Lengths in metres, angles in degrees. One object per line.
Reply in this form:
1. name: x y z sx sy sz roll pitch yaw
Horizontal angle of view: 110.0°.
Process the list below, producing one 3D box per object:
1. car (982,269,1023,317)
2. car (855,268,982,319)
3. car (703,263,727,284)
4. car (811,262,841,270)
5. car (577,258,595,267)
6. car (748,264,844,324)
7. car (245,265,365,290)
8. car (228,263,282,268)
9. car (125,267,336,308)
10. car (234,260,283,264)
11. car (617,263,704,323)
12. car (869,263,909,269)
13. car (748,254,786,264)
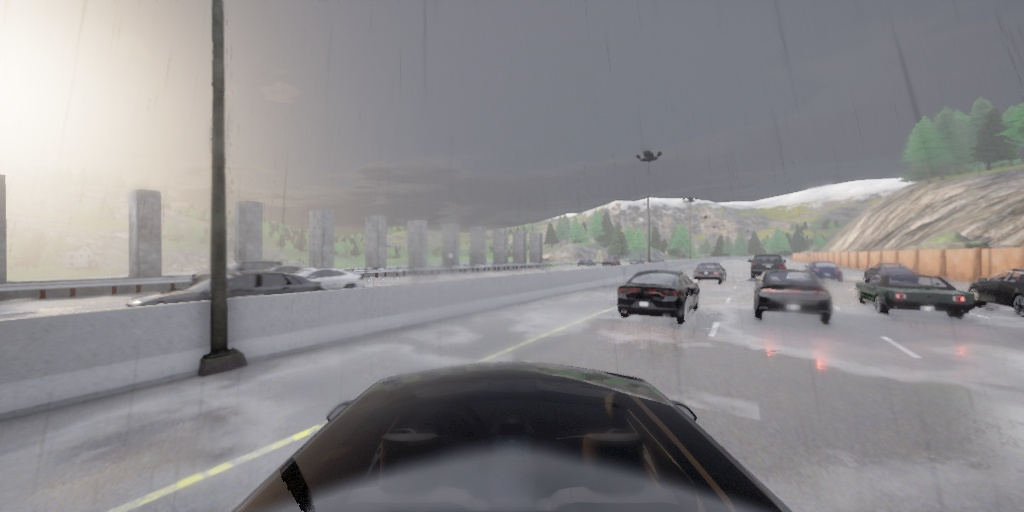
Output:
1. car: 17.633 1.181 12.022 2.128 1.511 4.902 0 0 34
2. car: 13.903 1.295 12.746 1.895 1.301 4.718 0 0 34
3. car: 14.491 1.200 26.251 2.033 1.411 5.357 0 0 34
4. car: 23.593 1.160 27.266 1.812 1.442 4.674 0 0 33
5. car: 12.920 1.109 62.669 1.994 1.385 4.181 0 0 33
6. car: 9.170 1.197 11.978 2.128 1.511 4.902 0 0 34
7. car: -9.073 1.247 16.380 1.812 1.442 4.674 0 0 33
8. car: -12.003 1.246 18.287 1.812 1.442 4.674 0 0 33
9. car: -8.373 1.242 11.051 1.837 1.490 4.892 0 0 32
10. car: -14.987 1.071 20.108 2.097 1.767 4.553 0 0 33
11. car: 5.112 1.188 12.215 1.882 1.535 5.008 0 1 34
12. car: 26.286 1.201 24.986 1.994 1.385 4.181 0 0 34
13. car: 19.659 0.861 27.653 2.150 2.045 5.566 0 0 34
